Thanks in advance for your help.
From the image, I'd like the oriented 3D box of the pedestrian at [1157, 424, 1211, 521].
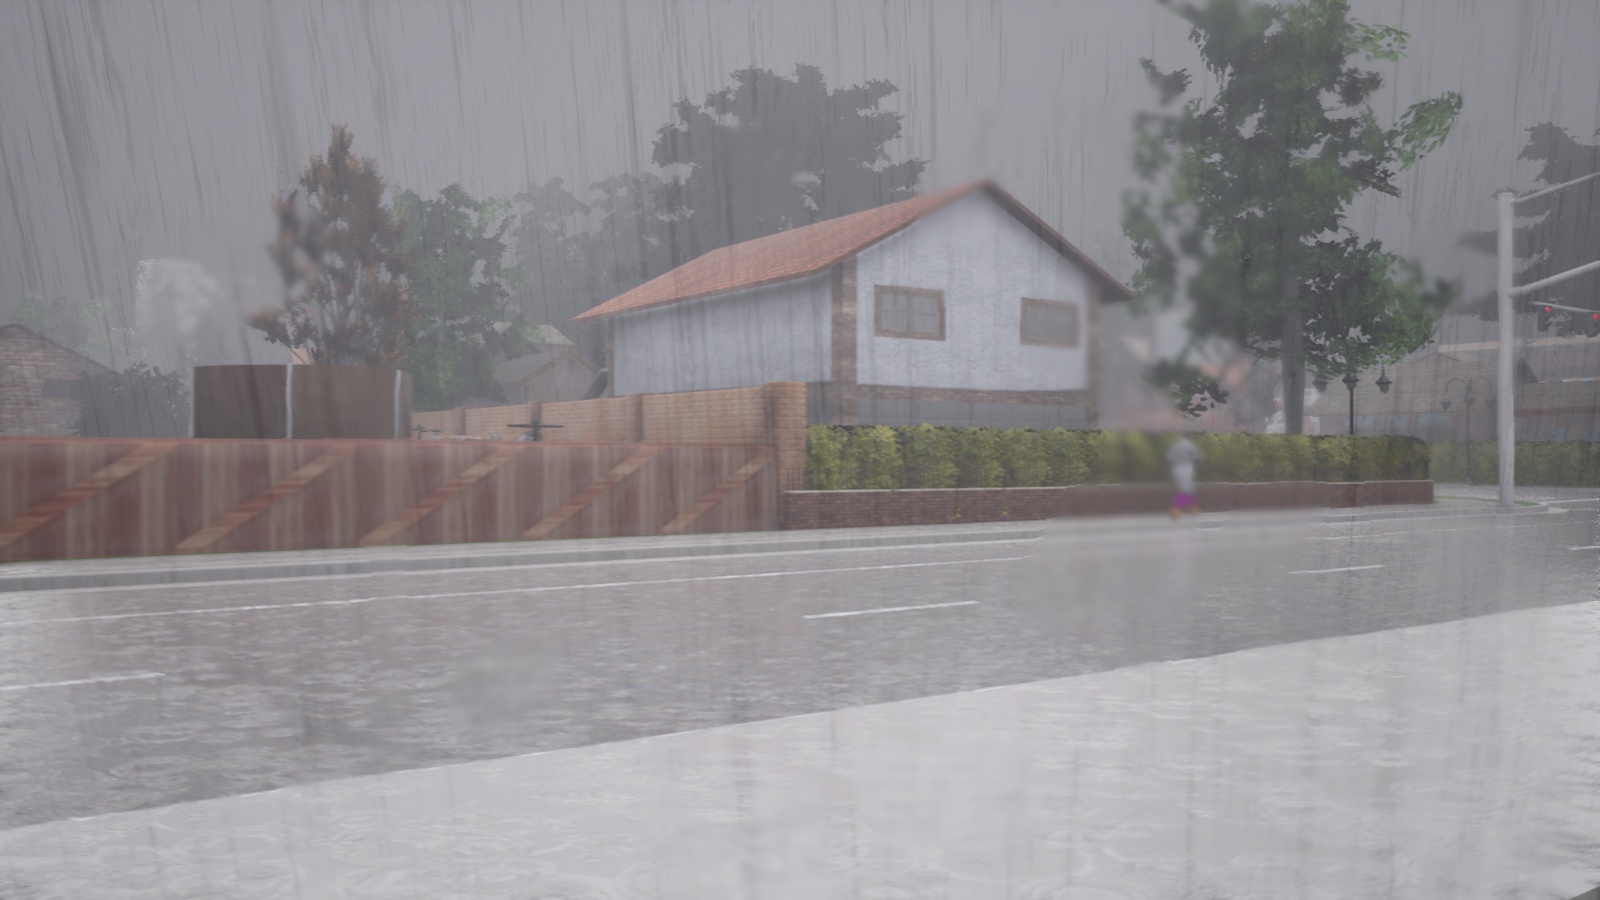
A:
[{"bbox_3d":[7.862,0.446,25.719,0.873,1.952,0.659,0,0,-36],"label":"pedestrian"}]
